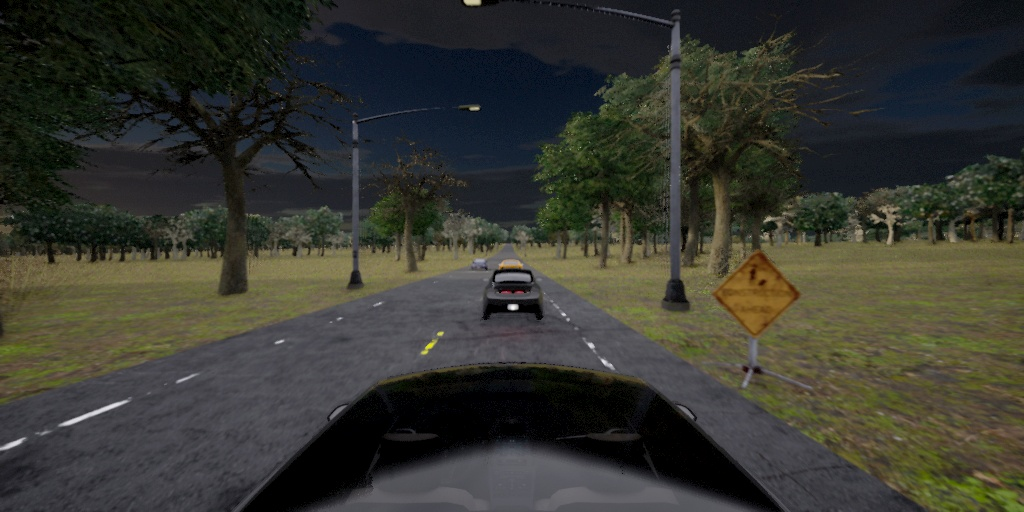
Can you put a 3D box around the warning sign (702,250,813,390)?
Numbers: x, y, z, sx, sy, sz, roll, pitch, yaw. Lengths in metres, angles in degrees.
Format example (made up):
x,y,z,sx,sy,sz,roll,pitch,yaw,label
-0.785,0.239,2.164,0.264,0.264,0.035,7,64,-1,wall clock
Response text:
x,y,z,sx,sy,sz,roll,pitch,yaw,label
3.538,0.835,5.286,1.300,1.860,1.060,0,0,0,warning sign

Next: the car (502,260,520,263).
x,y,z,sx,sy,sz,roll,pitch,yaw,label
-0.077,1.051,29.207,1.882,1.535,5.008,0,0,0,car

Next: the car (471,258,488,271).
x,y,z,sx,sy,sz,roll,pitch,yaw,label
-3.841,1.011,43.333,1.812,1.442,4.674,0,0,0,car

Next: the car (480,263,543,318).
x,y,z,sx,sy,sz,roll,pitch,yaw,label
0.025,1.177,12.531,1.837,1.490,4.892,0,0,0,car
